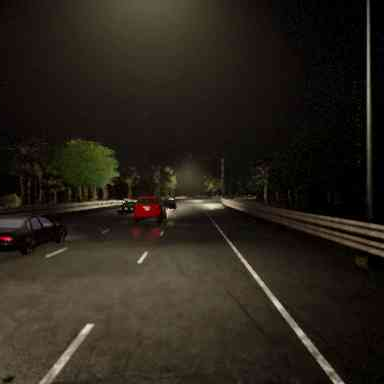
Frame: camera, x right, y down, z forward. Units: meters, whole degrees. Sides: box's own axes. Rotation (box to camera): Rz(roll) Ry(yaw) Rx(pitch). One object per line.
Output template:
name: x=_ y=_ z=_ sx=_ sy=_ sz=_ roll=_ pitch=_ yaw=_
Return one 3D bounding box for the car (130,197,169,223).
car: x=-3.396 y=1.419 z=27.805 sx=2.150 sy=2.045 sz=5.566 roll=0 pitch=0 yaw=0

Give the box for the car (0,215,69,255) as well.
car: x=-6.899 y=1.649 z=13.711 sx=2.033 sy=1.411 sz=5.357 roll=0 pitch=0 yaw=0

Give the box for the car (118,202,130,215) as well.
car: x=-6.894 y=1.810 z=37.213 sx=2.033 sy=1.411 sz=5.357 roll=0 pitch=0 yaw=0

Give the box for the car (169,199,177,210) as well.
car: x=-3.281 y=1.827 z=50.229 sx=1.882 sy=1.535 sz=5.008 roll=0 pitch=0 yaw=1
